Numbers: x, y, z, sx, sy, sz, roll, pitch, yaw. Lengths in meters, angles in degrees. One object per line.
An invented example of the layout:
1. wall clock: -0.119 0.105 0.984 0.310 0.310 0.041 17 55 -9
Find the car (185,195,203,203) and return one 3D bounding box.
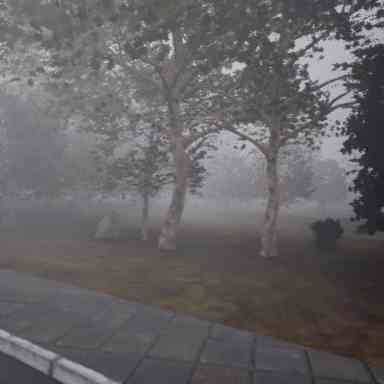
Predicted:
1. car: -0.539 1.795 92.965 2.435 2.045 5.566 5 1 42
